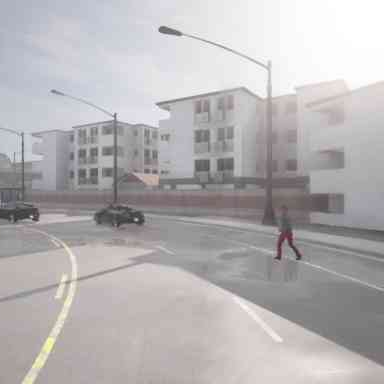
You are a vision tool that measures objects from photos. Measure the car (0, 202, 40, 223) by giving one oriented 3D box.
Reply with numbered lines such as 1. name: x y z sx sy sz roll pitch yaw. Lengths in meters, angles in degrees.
1. car: -13.540 1.506 25.570 4.892 1.490 1.837 1 0 38

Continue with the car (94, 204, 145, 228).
1. car: -4.870 1.525 22.152 1.812 1.442 4.674 0 0 -39

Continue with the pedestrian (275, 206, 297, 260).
1. pedestrian: 3.031 1.293 10.761 0.375 1.860 0.375 0 0 -18
